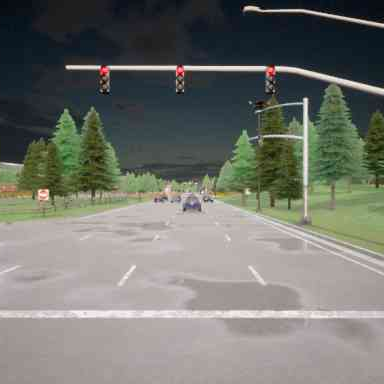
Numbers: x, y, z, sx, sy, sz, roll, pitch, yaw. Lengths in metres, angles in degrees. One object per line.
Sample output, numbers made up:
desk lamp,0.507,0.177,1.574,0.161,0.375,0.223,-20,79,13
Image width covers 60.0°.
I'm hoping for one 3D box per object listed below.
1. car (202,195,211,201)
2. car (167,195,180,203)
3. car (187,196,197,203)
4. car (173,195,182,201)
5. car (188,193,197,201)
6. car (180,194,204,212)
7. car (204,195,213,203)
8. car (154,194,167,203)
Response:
car,3.516,1.372,80.782,2.033,1.411,5.357,0,0,0
car,-3.486,1.531,70.363,2.033,1.411,5.357,0,0,0
car,0.014,1.544,70.746,1.994,1.385,4.181,0,0,0
car,-3.484,1.372,80.783,2.033,1.411,5.357,0,0,0
car,0.016,1.188,80.753,2.097,1.767,4.553,0,0,0
car,0.008,1.352,39.720,2.097,1.767,4.553,0,0,0
car,3.514,1.588,70.809,1.895,1.301,4.718,0,0,0
car,-6.986,1.517,70.781,1.812,1.442,4.674,0,0,0
